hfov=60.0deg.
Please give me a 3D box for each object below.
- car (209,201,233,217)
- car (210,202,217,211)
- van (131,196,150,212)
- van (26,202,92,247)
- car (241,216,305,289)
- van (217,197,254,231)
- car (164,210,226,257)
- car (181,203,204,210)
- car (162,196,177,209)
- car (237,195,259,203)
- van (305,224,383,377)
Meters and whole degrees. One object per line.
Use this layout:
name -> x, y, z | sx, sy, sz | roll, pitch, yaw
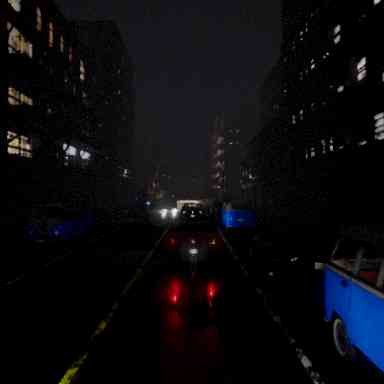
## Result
car -> 2.698, 1.550, 31.620 | 1.947, 1.339, 4.313 | 0, 0, 0
car -> 2.698, 1.551, 25.957 | 1.947, 1.339, 4.313 | 0, 0, 0
van -> -5.681, 1.325, 37.281 | 1.690, 1.788, 3.998 | 0, 0, 0
van -> -5.683, 1.330, 14.634 | 1.690, 1.788, 3.998 | 0, 0, 0
car -> 2.696, 1.559, 8.970 | 1.947, 1.339, 4.313 | 0, 0, 0
van -> 2.699, 1.328, 20.296 | 1.690, 1.788, 3.998 | 0, 0, 0
car -> 0.064, 1.591, 12.789 | 1.895, 1.301, 4.718 | 0, 0, 0
car -> 0.066, 1.586, 27.794 | 1.895, 1.301, 4.718 | 0, 0, 0
car -> -3.085, 1.586, 46.372 | 1.895, 1.301, 4.718 | 0, 0, 0
car -> 13.475, 1.610, 80.007 | 5.009, 1.841, 2.192 | 1, -1, -1
van -> 2.697, 1.338, 3.310 | 1.690, 1.788, 3.998 | 0, 0, 0
